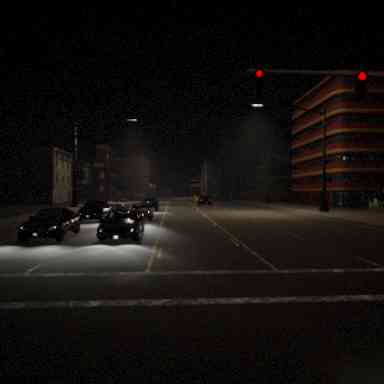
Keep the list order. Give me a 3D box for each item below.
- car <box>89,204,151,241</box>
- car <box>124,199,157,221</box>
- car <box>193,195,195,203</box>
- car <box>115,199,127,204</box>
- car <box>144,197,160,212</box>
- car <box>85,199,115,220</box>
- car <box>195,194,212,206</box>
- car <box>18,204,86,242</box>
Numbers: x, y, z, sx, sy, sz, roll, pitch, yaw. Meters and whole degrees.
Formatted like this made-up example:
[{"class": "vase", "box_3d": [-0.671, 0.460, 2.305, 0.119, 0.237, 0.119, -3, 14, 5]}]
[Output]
[{"class": "car", "box_3d": [-3.457, 1.556, 17.073, 2.033, 1.411, 5.357, 0, 0, -3]}, {"class": "car", "box_3d": [-4.036, 1.536, 26.615, 1.895, 1.301, 4.718, 0, 1, -3]}, {"class": "car", "box_3d": [1.184, 1.108, 57.916, 1.882, 1.535, 5.008, 0, 0, -3]}, {"class": "car", "box_3d": [-8.172, 1.412, 37.207, 1.895, 1.301, 4.718, 0, 1, -3]}, {"class": "car", "box_3d": [-4.648, 1.329, 36.937, 1.837, 1.490, 4.892, 0, 0, -3]}, {"class": "car", "box_3d": [-7.486, 1.440, 25.760, 1.837, 1.490, 4.892, 0, 1, -3]}, {"class": "car", "box_3d": [1.841, 1.245, 47.980, 1.812, 1.442, 4.674, 0, 1, -3]}, {"class": "car", "box_3d": [-6.917, 1.533, 16.625, 1.812, 1.442, 4.674, 0, 0, -4]}]
